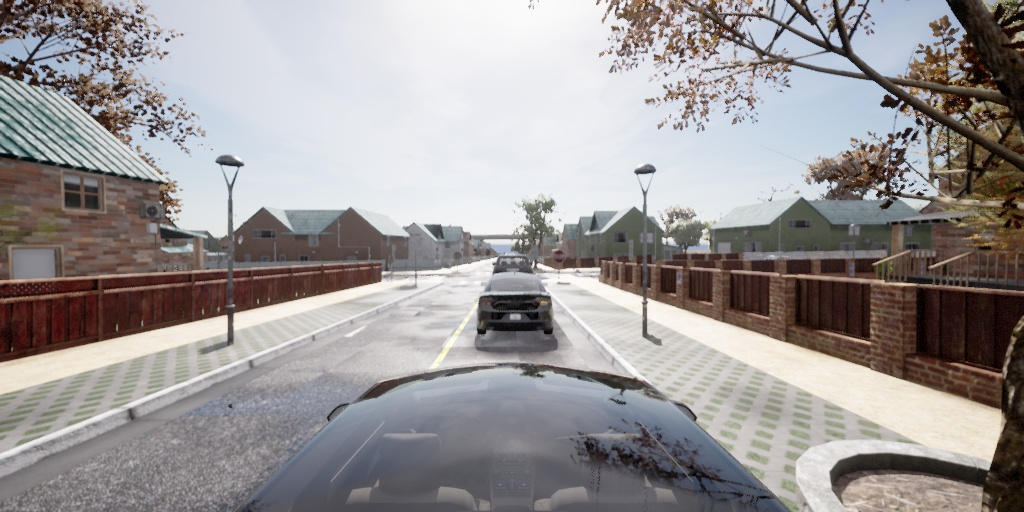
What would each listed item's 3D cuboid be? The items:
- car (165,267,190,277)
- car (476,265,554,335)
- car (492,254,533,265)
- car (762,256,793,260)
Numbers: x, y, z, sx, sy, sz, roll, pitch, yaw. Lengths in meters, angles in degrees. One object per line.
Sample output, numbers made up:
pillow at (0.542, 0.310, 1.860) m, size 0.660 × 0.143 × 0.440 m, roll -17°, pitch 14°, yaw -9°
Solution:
car at (-27.423, 1.638, 30.440) m, size 5.008 × 1.535 × 1.882 m, roll -1°, pitch 2°, yaw 0°
car at (0.070, 1.206, 10.494) m, size 1.882 × 1.535 × 5.008 m, roll 0°, pitch 0°, yaw 0°
car at (0.033, 0.924, 20.394) m, size 2.150 × 2.045 × 5.566 m, roll 0°, pitch 0°, yaw 0°
car at (24.641, 0.694, 33.865) m, size 4.674 × 1.442 × 1.812 m, roll -1°, pitch 2°, yaw 0°
